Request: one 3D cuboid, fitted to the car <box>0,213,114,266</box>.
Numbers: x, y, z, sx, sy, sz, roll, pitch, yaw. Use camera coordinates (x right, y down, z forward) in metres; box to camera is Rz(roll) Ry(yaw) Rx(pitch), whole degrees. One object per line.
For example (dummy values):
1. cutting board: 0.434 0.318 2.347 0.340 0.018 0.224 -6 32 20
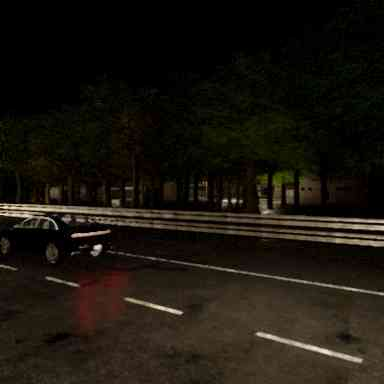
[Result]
1. car: -4.871 1.495 11.644 4.902 1.511 2.128 0 0 36
